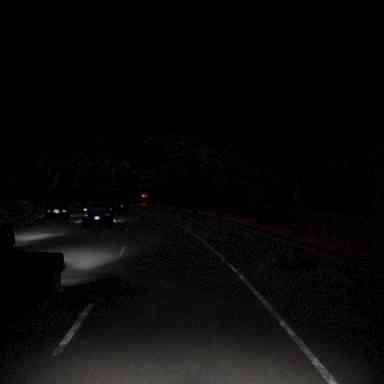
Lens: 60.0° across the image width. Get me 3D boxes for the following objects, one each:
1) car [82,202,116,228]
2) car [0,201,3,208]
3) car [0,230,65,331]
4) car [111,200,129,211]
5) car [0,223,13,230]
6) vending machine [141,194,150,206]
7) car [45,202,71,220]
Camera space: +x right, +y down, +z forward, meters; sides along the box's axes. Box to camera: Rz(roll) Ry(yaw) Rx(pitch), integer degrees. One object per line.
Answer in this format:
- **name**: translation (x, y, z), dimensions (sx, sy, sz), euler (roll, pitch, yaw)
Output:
- **car**: translation (-6.489, 1.607, 23.045), dimensions (1.994, 1.385, 4.181), euler (0, 0, -13)
- **car**: translation (-29.689, 1.761, 49.951), dimensions (1.837, 1.490, 4.892), euler (0, 0, -33)
- **car**: translation (-3.739, 1.613, 5.620), dimensions (1.895, 1.301, 4.718), euler (0, 0, -4)
- **car**: translation (-9.253, 1.658, 41.852), dimensions (1.994, 1.385, 4.181), euler (0, 0, -24)
- **car**: translation (-7.875, 1.523, 11.492), dimensions (2.128, 1.511, 4.902), euler (0, 0, -7)
- **vending machine**: translation (-7.931, 1.314, 56.739), dimensions (1.100, 2.100, 0.880), euler (0, 0, -31)
- **car**: translation (-11.875, 1.627, 29.537), dimensions (2.033, 1.411, 5.357), euler (0, 0, -18)
